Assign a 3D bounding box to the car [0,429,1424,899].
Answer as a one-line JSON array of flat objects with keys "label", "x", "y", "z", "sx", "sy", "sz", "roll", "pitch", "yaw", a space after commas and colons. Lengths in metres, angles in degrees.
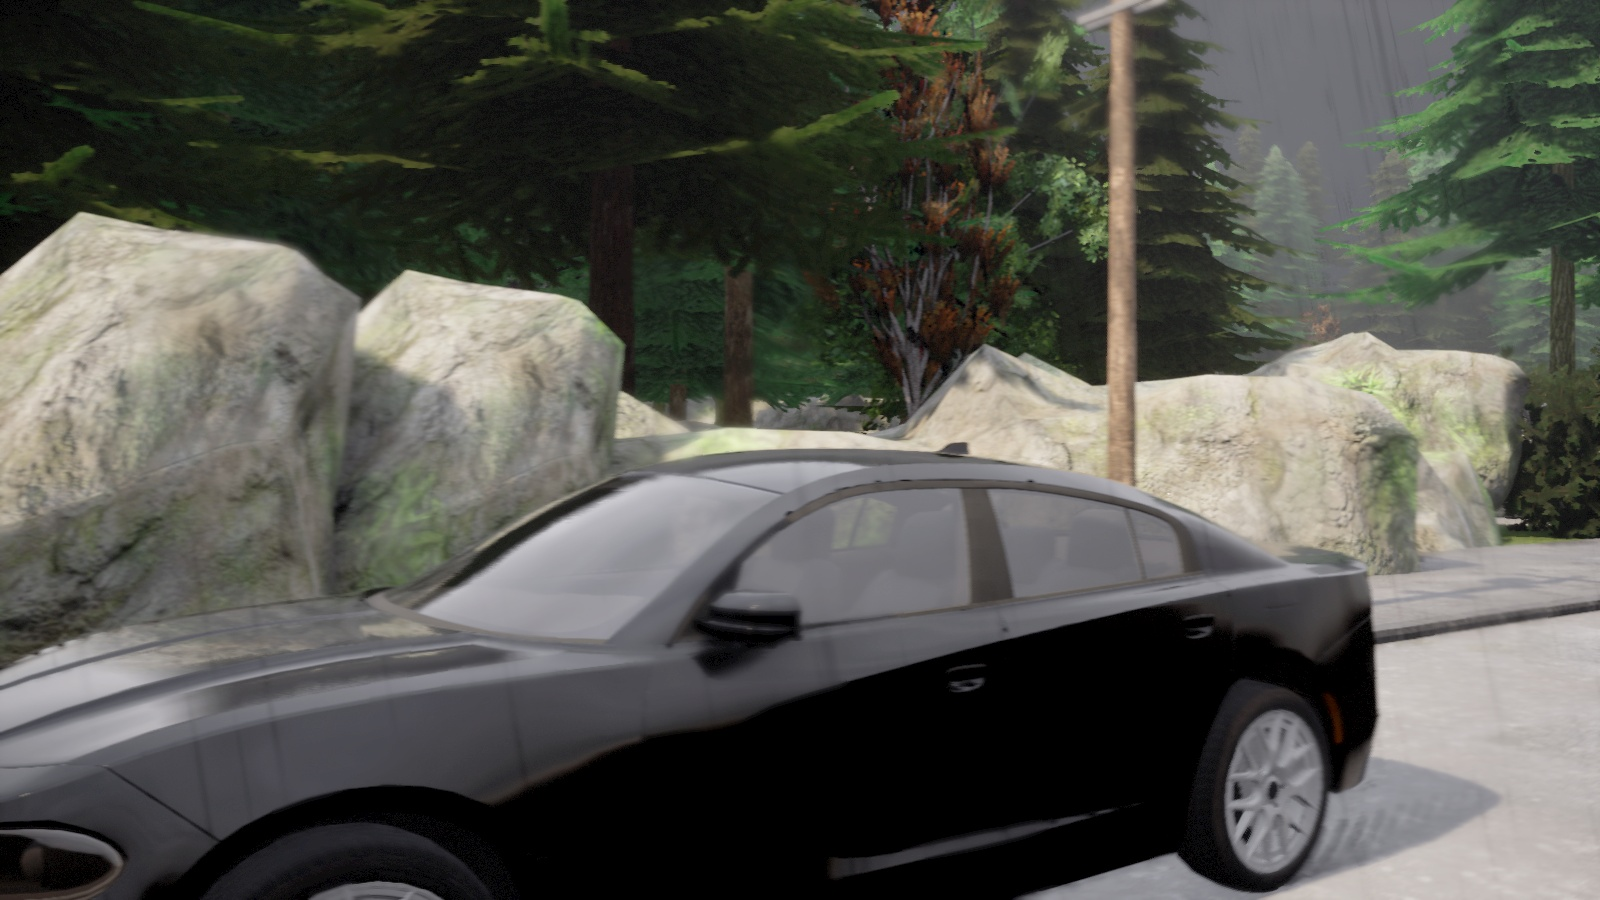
[{"label": "car", "x": -0.227, "y": 0.733, "z": 4.110, "sx": 5.008, "sy": 1.535, "sz": 1.882, "roll": 0, "pitch": 0, "yaw": -35}]
